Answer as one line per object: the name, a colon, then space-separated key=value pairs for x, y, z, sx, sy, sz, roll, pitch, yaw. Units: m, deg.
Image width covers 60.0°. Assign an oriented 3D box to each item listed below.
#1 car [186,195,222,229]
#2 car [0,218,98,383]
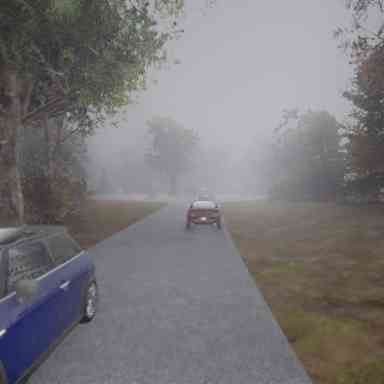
car: x=0.703 y=1.180 z=19.466 sx=1.882 sy=1.535 sz=5.008 roll=0 pitch=1 yaw=3
car: x=-2.747 y=1.318 z=4.048 sx=2.097 sy=1.767 sz=4.553 roll=1 pitch=0 yaw=1
